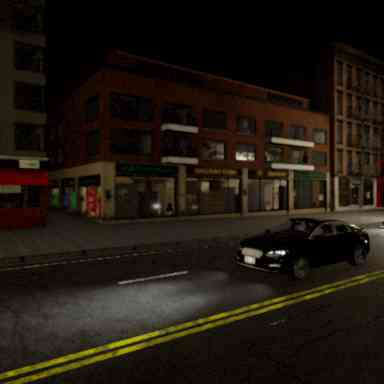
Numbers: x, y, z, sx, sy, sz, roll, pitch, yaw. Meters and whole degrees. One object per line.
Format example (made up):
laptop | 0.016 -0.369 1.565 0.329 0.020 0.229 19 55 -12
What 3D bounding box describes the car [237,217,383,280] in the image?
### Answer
car | 3.524 1.540 10.157 4.902 1.511 2.128 0 0 -35
